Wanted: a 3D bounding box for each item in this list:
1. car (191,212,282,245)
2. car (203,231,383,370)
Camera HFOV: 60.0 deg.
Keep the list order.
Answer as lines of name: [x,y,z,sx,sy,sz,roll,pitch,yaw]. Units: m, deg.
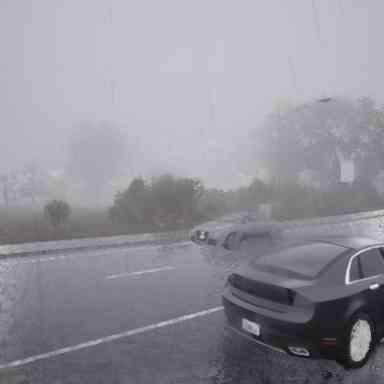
car: [1.984,1.570,14.241,4.181,1.385,1.994,0,0,-37]
car: [2.720,1.508,5.770,4.892,1.490,1.837,0,0,-36]
